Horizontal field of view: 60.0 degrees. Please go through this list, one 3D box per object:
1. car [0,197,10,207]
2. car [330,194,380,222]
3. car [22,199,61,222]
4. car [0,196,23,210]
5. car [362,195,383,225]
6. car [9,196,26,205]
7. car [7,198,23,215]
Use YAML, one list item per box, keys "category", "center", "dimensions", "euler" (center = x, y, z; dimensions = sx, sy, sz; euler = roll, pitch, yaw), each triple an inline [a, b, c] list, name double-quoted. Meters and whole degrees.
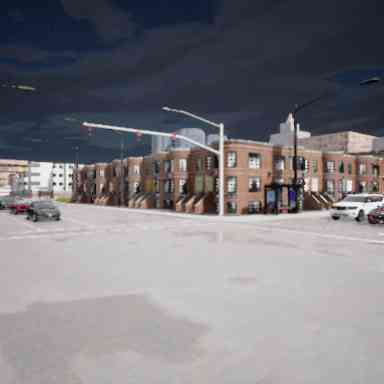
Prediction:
- category: "car"
  center: [-29.159, 1.488, 50.616]
  dimensions: [2.128, 1.511, 4.902]
  euler: [0, 0, -35]
- category: "car"
  center: [13.292, 1.177, 26.372]
  dimensions: [5.566, 2.045, 2.150]
  euler: [0, 0, -35]
- category: "car"
  center: [-11.788, 1.498, 26.338]
  dimensions: [1.837, 1.490, 4.892]
  euler: [0, 0, -36]
- category: "car"
  center: [-23.160, 1.347, 42.187]
  dimensions: [2.097, 1.767, 4.553]
  euler: [0, 0, -36]
- category: "car"
  center: [13.837, 1.309, 22.449]
  dimensions: [4.553, 1.767, 2.097]
  euler: [0, 0, -36]
- category: "car"
  center: [-31.769, 1.482, 60.435]
  dimensions: [2.128, 1.511, 4.902]
  euler: [0, 0, -36]
- category: "car"
  center: [-17.234, 1.595, 33.923]
  dimensions: [1.895, 1.301, 4.718]
  euler: [0, 0, -36]
